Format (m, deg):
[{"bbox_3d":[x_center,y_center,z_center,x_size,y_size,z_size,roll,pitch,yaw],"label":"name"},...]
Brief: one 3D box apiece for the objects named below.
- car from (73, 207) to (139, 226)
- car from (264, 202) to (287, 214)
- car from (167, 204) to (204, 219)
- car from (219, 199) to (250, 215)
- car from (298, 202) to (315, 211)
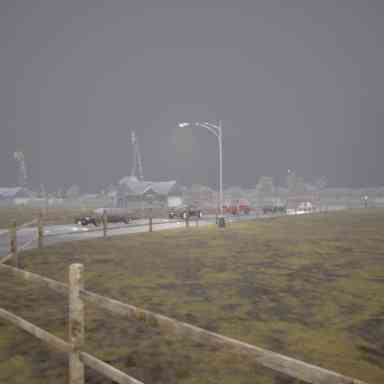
[{"bbox_3d":[-6.614,1.883,26.293,2.033,1.411,5.357,-2,-2,36],"label":"car"},{"bbox_3d":[11.370,2.178,45.055,1.837,1.490,4.892,-2,-2,36],"label":"car"},{"bbox_3d":[-0.589,2.011,34.705,1.837,1.490,4.892,-2,-2,36],"label":"car"},{"bbox_3d":[5.608,1.910,43.363,2.150,2.045,5.566,-2,-2,36],"label":"car"},{"bbox_3d":[19.450,2.454,56.335,1.812,1.442,4.674,-2,-2,36],"label":"car"}]
